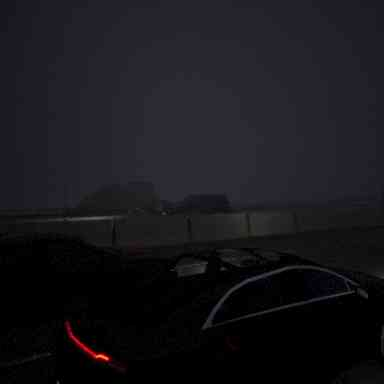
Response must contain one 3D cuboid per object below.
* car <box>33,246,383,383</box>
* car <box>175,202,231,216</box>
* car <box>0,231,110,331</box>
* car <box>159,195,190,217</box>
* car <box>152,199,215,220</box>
[{"bbox_3d":[0.879,1.487,4.226,4.902,1.511,2.128,0,0,-34],"label":"car"},{"bbox_3d":[0.990,1.539,21.130,4.181,1.385,1.994,0,0,-31],"label":"car"},{"bbox_3d":[-2.594,1.467,6.084,5.008,1.535,1.882,0,0,-35],"label":"car"},{"bbox_3d":[0.386,1.191,24.881,5.566,2.045,2.150,0,0,-31],"label":"car"},{"bbox_3d":[-0.686,1.442,28.274,5.008,1.535,1.882,0,0,-30],"label":"car"}]
